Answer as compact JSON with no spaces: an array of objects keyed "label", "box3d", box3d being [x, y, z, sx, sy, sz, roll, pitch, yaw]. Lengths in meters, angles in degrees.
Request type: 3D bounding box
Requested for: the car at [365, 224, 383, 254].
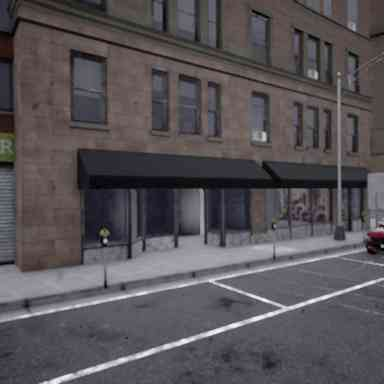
[{"label":"car","box3d":[8.221,1.568,12.411,4.507,1.381,1.887,0,-1,-36]}]
